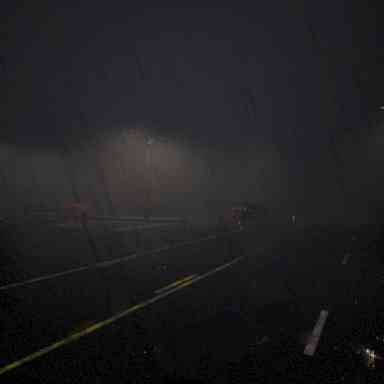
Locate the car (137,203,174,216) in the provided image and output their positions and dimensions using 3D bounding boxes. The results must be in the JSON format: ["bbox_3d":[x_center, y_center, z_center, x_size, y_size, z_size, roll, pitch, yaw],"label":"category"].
[{"bbox_3d":[-4.490,2.074,40.795,4.902,1.511,2.128,0,-1,30],"label":"car"}]

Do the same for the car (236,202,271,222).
[{"bbox_3d":[6.121,1.992,31.716,1.837,1.490,4.892,0,-1,28],"label":"car"}]

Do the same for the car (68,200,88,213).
[{"bbox_3d":[-17.270,1.996,47.876,4.553,1.767,2.097,0,-1,28],"label":"car"}]

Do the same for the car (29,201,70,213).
[{"bbox_3d":[-19.341,2.194,45.026,4.718,1.301,1.895,0,-1,28],"label":"car"}]

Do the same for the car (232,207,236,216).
[{"bbox_3d":[6.375,1.955,39.574,2.097,1.767,4.553,0,-1,28],"label":"car"}]

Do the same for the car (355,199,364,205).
[{"bbox_3d":[41.403,2.399,82.298,1.994,1.385,4.181,0,0,28],"label":"car"}]

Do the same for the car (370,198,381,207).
[{"bbox_3d":[40.266,2.425,72.799,1.812,1.442,4.674,0,0,28],"label":"car"}]

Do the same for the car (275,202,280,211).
[{"bbox_3d":[15.357,2.400,56.197,1.812,1.442,4.674,0,-1,29],"label":"car"}]

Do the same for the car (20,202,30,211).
[{"bbox_3d":[-24.844,2.239,51.921,4.181,1.385,1.994,0,-1,29],"label":"car"}]

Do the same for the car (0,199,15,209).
[{"bbox_3d":[-32.810,2.201,56.172,4.902,1.511,2.128,0,-1,28],"label":"car"}]

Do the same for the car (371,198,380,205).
[{"bbox_3d":[44.987,2.303,81.572,1.882,1.535,5.008,0,0,28],"label":"car"}]

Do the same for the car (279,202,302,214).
[{"bbox_3d":[14.278,2.228,46.860,2.128,1.511,4.902,0,-1,28],"label":"car"}]
